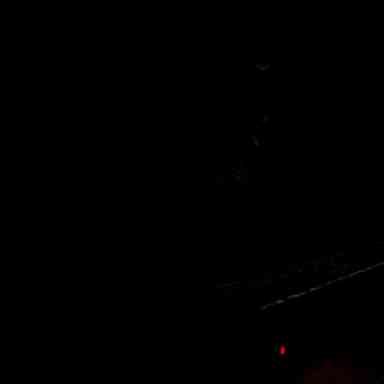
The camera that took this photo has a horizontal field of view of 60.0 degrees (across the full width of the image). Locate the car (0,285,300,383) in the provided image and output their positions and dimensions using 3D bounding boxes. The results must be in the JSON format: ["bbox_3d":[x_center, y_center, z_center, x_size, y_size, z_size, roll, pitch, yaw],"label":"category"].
[{"bbox_3d":[-1.515,1.561,2.337,5.357,1.411,2.033,-1,0,-36],"label":"car"}]
